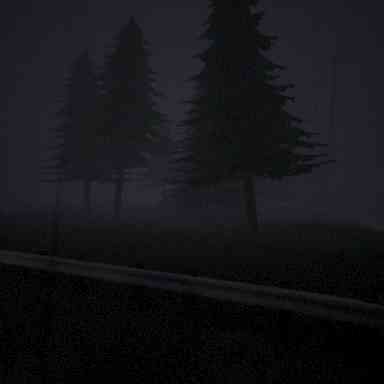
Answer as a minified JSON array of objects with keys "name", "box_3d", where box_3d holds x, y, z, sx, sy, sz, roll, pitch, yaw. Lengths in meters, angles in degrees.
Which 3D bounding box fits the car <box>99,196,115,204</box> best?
[{"name":"car","box_3d":[-17.583,1.662,71.005,1.882,1.535,5.008,0,0,2]}]

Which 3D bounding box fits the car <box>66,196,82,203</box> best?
[{"name":"car","box_3d":[-27.943,1.728,77.891,1.837,1.490,4.892,0,0,-2]}]

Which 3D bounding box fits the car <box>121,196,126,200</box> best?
[{"name":"car","box_3d":[-18.004,1.754,86.468,2.033,1.411,5.357,0,0,-10]}]

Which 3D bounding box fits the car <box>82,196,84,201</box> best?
[{"name":"car","box_3d":[-29.043,1.848,89.407,1.895,1.301,4.718,0,0,-10]}]

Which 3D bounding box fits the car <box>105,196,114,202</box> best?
[{"name":"car","box_3d":[-21.774,1.729,87.990,1.837,1.490,4.892,0,0,-10]}]

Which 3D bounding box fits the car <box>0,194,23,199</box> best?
[{"name":"car","box_3d":[-38.590,1.472,71.152,2.150,2.045,5.566,0,0,5]}]
